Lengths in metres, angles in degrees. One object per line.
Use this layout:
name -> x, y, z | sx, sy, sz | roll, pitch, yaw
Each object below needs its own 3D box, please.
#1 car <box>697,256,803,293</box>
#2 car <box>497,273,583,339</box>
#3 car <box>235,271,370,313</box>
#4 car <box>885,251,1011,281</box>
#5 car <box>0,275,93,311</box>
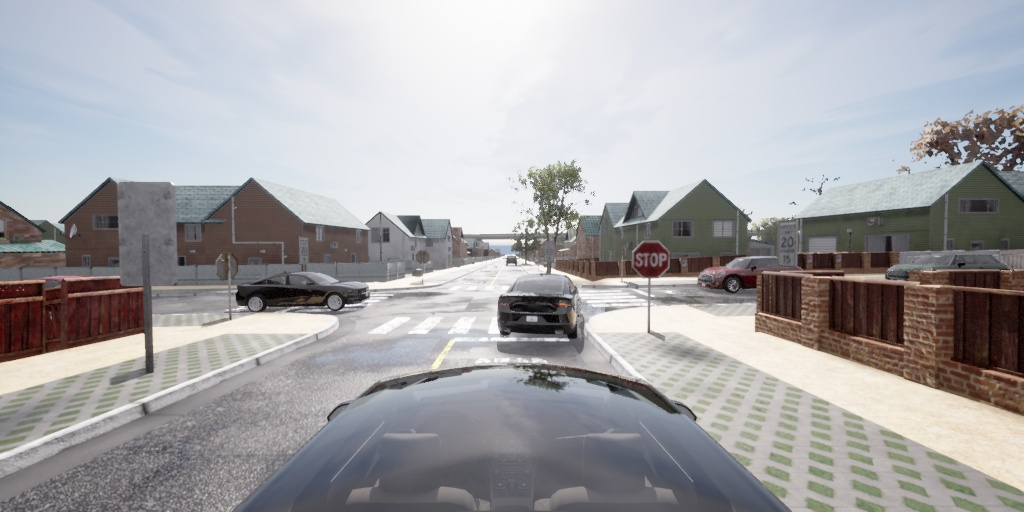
car -> 11.788, 0.819, 17.872 | 4.553, 1.767, 2.097 | -1, 2, 0
car -> 0.948, 1.223, 10.251 | 1.882, 1.535, 5.008 | 0, 0, 12
car -> -8.483, 1.375, 14.767 | 5.008, 1.535, 1.882 | -1, 2, 0
car -> 21.683, 0.644, 17.955 | 4.553, 1.767, 2.097 | -1, 2, 0
car -> -18.036, 1.545, 14.694 | 5.008, 1.535, 1.882 | -1, 2, 0
